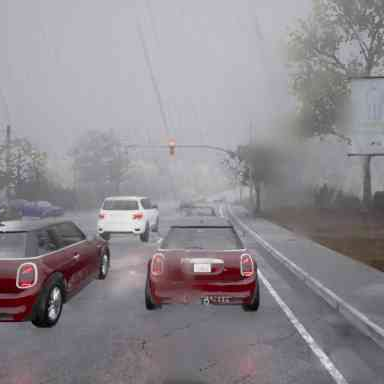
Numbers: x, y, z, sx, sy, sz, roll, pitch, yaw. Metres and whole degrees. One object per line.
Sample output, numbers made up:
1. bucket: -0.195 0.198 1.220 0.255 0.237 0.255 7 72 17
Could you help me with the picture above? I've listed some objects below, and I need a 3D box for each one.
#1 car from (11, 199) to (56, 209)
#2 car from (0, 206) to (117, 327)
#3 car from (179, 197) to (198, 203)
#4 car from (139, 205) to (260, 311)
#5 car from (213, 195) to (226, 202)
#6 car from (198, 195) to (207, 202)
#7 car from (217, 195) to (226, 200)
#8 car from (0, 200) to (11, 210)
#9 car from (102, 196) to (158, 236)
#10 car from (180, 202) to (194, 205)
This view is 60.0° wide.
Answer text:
1. car: -13.196 1.478 28.951 5.008 1.535 1.882 0 -1 31
2. car: -3.293 1.352 7.202 2.097 1.767 4.553 0 0 1
3. car: -0.731 1.547 45.266 2.033 1.411 5.357 0 0 -3
4. car: 0.216 1.352 7.949 2.097 1.767 4.553 0 0 1
5. car: 5.973 1.590 75.535 1.895 1.301 4.718 0 0 9
6. car: 2.179 1.478 73.773 1.882 1.535 5.008 0 0 9
7. car: 7.661 1.392 85.628 1.812 1.442 4.674 0 0 10
8. car: -17.552 1.505 34.403 4.892 1.490 1.837 0 0 5
9. car: -3.052 1.221 16.879 2.150 2.045 5.566 0 0 2
10. car: 0.466 1.491 17.156 2.128 1.511 4.902 0 0 2
